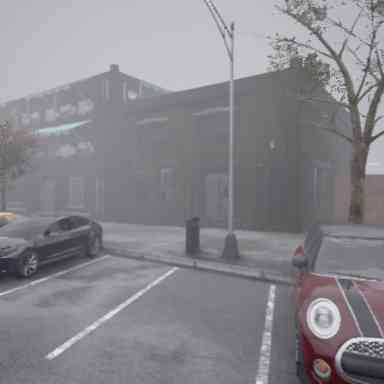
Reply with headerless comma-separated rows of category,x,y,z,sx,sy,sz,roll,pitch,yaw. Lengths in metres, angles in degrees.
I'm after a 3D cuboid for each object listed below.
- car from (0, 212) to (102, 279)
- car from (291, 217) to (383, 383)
car,-4.595,1.444,10.189,2.163,1.488,4.792,1,0,15
car,2.643,1.357,5.093,2.185,1.767,4.553,1,0,16
